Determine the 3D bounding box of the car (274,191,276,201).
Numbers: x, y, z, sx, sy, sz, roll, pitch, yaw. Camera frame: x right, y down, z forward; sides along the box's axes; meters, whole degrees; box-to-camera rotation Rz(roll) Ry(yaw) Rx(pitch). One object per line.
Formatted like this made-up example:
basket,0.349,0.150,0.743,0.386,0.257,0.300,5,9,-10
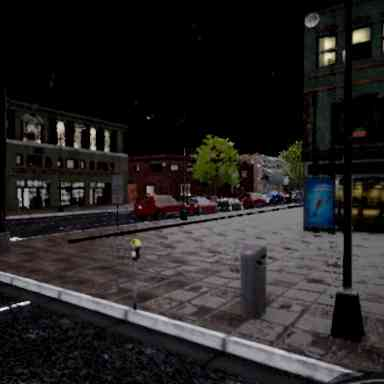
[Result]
car,14.963,0.928,55.723,1.812,1.442,4.674,0,1,34

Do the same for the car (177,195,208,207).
car,0.146,1.157,44.186,1.947,1.339,4.313,1,1,34

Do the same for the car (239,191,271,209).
car,7.064,0.950,39.448,2.192,1.841,5.009,1,1,34

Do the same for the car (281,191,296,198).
car,22.113,0.552,76.166,1.967,1.590,4.097,1,1,34

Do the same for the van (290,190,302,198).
van,25.251,0.384,80.732,1.690,1.788,3.998,1,1,34

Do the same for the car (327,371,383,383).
car,2.413,1.561,1.151,4.313,1.339,1.947,0,0,36

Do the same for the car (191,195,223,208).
car,1.983,1.137,42.279,1.812,1.442,4.674,0,1,35

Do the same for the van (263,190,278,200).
van,15.837,0.592,67.025,1.690,1.788,3.998,1,1,34

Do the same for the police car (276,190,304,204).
police car,14.806,0.903,49.960,1.930,1.638,5.238,0,1,34

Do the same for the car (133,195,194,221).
car,-2.351,1.151,25.740,2.192,1.841,5.009,1,1,34

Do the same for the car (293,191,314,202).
car,18.673,0.746,55.626,2.097,1.767,4.553,0,1,34

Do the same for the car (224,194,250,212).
car,3.923,1.253,34.883,2.008,1.369,4.403,1,1,34

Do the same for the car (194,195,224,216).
car,0.786,1.209,30.311,1.967,1.590,4.097,1,1,34

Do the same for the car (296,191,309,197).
car,28.387,0.524,85.306,2.008,1.369,4.403,1,1,34

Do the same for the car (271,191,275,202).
car,9.958,1.038,48.336,1.812,1.442,4.674,0,1,35
